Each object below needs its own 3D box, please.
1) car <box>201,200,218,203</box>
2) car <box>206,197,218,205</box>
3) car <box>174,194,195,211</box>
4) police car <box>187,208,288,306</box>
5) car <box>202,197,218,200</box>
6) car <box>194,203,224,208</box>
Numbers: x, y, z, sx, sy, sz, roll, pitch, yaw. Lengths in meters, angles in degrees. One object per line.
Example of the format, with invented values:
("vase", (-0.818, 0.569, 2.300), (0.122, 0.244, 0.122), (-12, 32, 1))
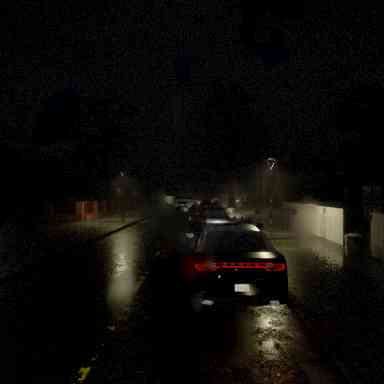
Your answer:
("car", (1.423, 1.537, 24.059), (1.812, 1.442, 4.674), (0, 0, 3))
("car", (3.757, 1.651, 61.064), (1.895, 1.301, 4.718), (0, 0, 7))
("car", (-0.875, 1.252, 42.387), (2.150, 2.045, 5.566), (0, 0, 5))
("police car", (0.896, 1.427, 8.247), (1.930, 1.638, 5.238), (0, 0, 1))
("car", (2.189, 1.523, 45.906), (2.128, 1.511, 4.902), (0, 0, 6))
("car", (1.166, 1.533, 18.090), (1.812, 1.442, 4.674), (0, 0, 2))
